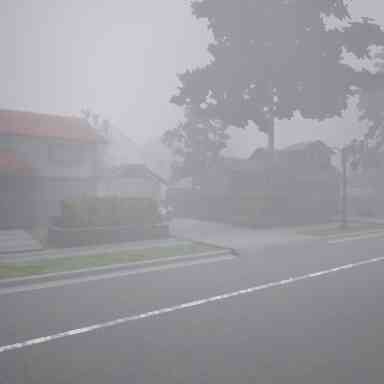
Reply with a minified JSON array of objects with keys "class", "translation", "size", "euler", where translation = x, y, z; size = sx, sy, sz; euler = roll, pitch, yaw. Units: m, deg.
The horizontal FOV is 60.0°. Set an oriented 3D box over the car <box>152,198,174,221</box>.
[{"class":"car","translation":[-2.887,1.166,22.560],"size":[1.970,1.475,3.806],"euler":[0,0,-35]}]
